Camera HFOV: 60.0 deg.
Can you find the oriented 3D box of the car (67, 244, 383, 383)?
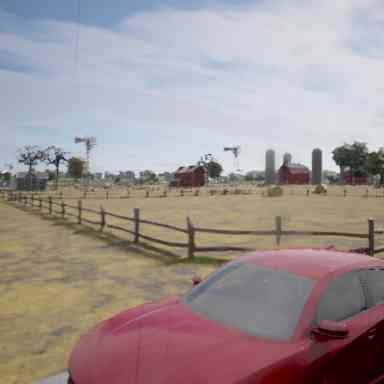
[{"bbox_3d":[1.163,1.461,3.895,5.008,1.535,1.882,-1,0,-35],"label":"car"}]
